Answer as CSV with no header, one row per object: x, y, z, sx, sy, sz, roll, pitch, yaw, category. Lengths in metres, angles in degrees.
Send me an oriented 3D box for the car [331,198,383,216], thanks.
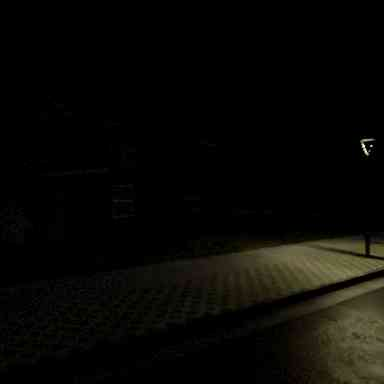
14.649,1.281,28.471,5.008,1.535,1.882,1,1,34,car
